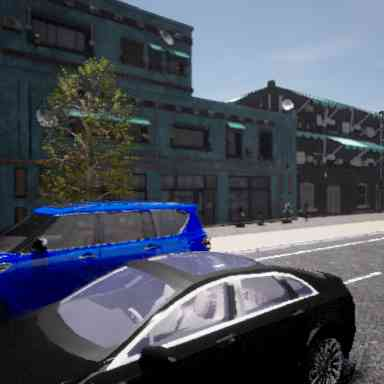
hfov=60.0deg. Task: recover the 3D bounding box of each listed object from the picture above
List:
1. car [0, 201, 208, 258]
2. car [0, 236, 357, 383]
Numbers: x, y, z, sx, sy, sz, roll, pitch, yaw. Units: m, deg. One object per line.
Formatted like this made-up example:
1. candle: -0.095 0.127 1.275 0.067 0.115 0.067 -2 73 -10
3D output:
1. car: -2.148 1.223 6.145 5.566 2.045 2.150 0 0 -35
2. car: -0.188 1.493 3.550 4.902 1.511 2.128 0 0 -35
